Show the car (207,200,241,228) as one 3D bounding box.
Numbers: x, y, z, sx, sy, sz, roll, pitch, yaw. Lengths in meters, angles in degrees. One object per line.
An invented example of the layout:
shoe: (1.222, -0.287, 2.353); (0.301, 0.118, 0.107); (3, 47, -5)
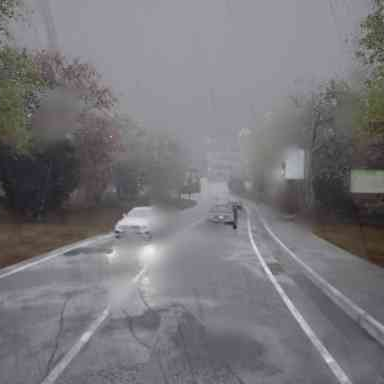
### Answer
car: (2.089, 1.518, 21.908); (2.033, 1.411, 5.357); (1, 0, 9)

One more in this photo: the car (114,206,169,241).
car: (-2.344, 1.453, 16.669); (1.812, 1.442, 4.674); (1, 0, 7)
